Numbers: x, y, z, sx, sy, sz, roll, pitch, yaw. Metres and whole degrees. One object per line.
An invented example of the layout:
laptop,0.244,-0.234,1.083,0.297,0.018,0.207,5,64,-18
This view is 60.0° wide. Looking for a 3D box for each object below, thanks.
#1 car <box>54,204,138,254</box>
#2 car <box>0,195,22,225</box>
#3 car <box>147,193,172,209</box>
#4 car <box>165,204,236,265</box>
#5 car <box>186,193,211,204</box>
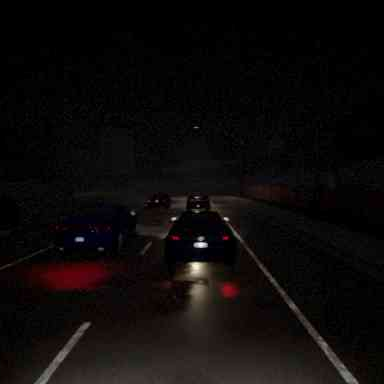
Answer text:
car,-3.221,1.164,12.114,1.882,1.535,5.008,0,1,1
car,-10.356,0.928,16.217,2.097,1.767,4.553,0,1,1
car,-2.942,0.764,30.669,2.033,1.411,5.357,0,1,1
car,0.257,1.291,10.622,1.994,1.385,4.181,0,1,1
car,0.516,0.785,27.742,2.128,1.511,4.902,0,1,1
